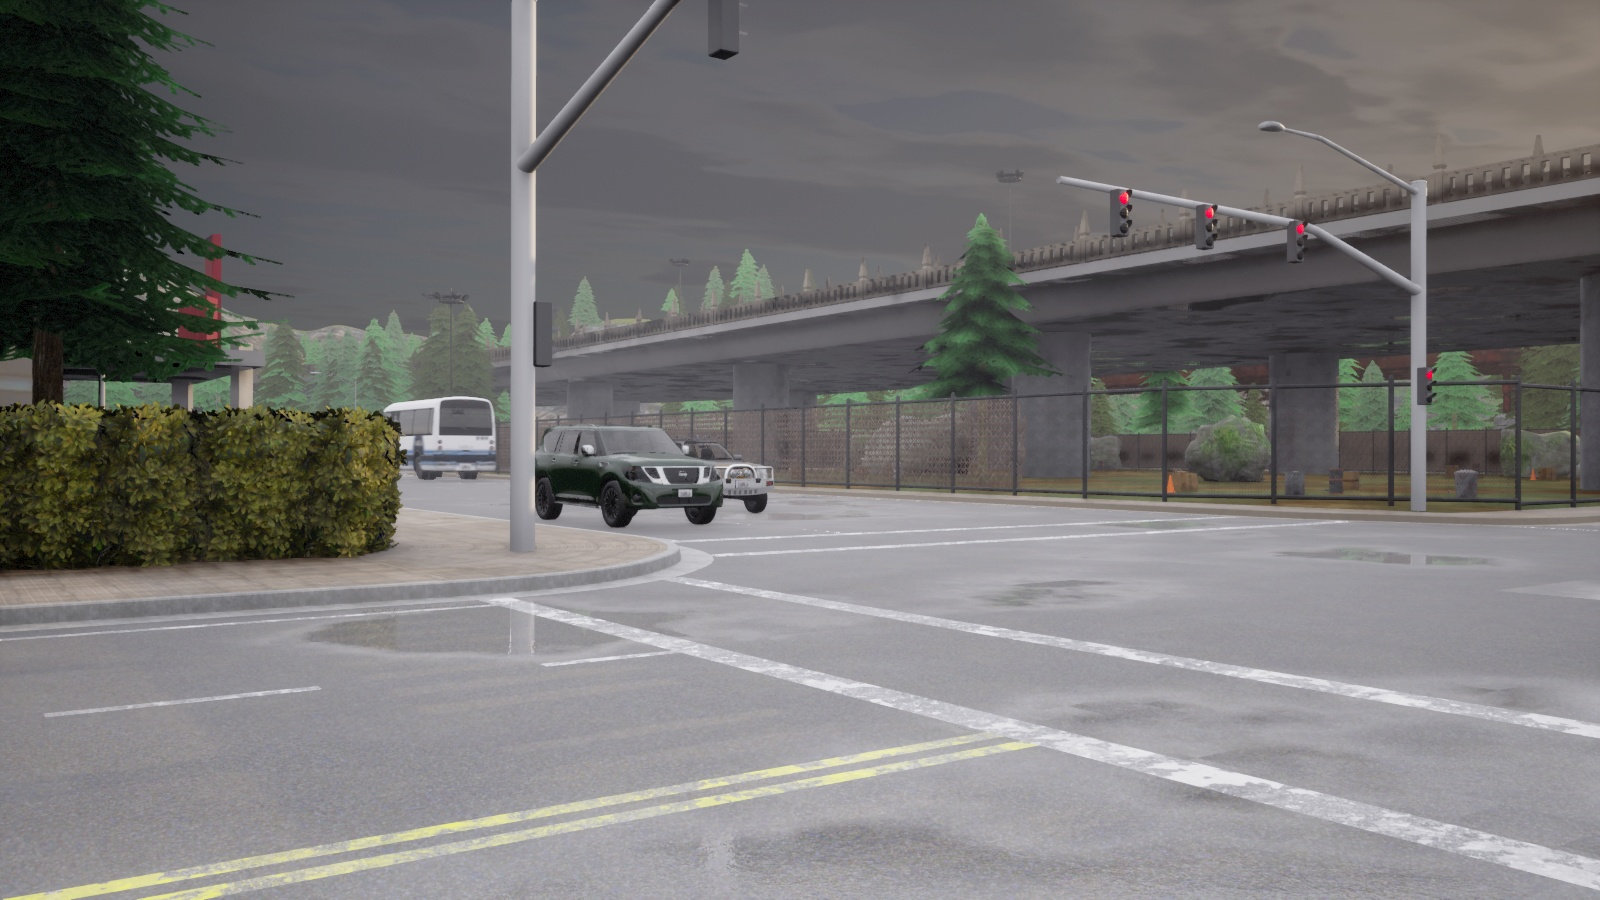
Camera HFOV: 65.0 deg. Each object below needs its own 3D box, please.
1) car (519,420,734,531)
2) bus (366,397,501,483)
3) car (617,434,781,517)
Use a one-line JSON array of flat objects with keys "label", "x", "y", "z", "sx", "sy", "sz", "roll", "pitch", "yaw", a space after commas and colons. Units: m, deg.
[{"label": "car", "x": -3.753, "y": 0.480, "z": 26.071, "sx": 2.150, "sy": 2.045, "sz": 5.566, "roll": 0, "pitch": 0, "yaw": -35}, {"label": "bus", "x": -20.005, "y": -0.478, "z": 67.968, "sx": 3.944, "sy": 4.253, "sz": 10.273, "roll": 0, "pitch": 0, "yaw": -35}, {"label": "car", "x": -2.549, "y": 0.586, "z": 30.481, "sx": 1.932, "sy": 1.855, "sz": 4.605, "roll": 0, "pitch": 0, "yaw": -35}]
